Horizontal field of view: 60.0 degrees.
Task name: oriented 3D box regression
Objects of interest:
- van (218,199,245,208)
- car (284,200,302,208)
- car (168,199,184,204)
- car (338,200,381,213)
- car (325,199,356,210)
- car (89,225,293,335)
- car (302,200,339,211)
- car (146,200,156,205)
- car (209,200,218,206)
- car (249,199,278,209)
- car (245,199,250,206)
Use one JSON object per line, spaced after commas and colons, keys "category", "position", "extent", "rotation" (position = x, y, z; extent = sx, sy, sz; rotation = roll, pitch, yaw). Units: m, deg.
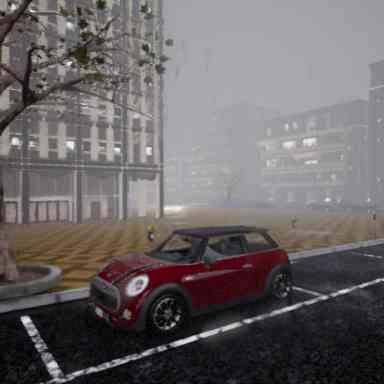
{"category": "van", "position": [7.391, 2.123, 62.400], "extent": [1.690, 1.788, 3.998], "rotation": [-1, 0, -36]}
{"category": "car", "position": [18.816, 2.206, 61.099], "extent": [1.802, 1.307, 4.206], "rotation": [-1, 0, -36]}
{"category": "car", "position": [-4.113, 2.633, 92.629], "extent": [1.967, 1.590, 4.097], "rotation": [-1, 0, -36]}
{"category": "car", "position": [21.657, 1.978, 42.529], "extent": [2.008, 1.369, 4.403], "rotation": [-1, 0, -36]}
{"category": "car", "position": [24.075, 1.935, 53.917], "extent": [1.967, 1.590, 4.097], "rotation": [-1, 0, -36]}
{"category": "car", "position": [0.098, 1.447, 6.638], "extent": [4.097, 1.590, 1.967], "rotation": [0, 0, -35]}
{"category": "car", "position": [18.391, 2.059, 47.040], "extent": [2.008, 1.369, 4.403], "rotation": [-1, 0, -36]}
{"category": "car", "position": [-10.898, 2.788, 87.715], "extent": [2.008, 1.369, 4.403], "rotation": [-1, 0, -36]}
{"category": "car", "position": [5.689, 2.531, 79.096], "extent": [1.802, 1.307, 4.206], "rotation": [-1, 0, -36]}
{"category": "car", "position": [12.312, 2.204, 55.514], "extent": [1.887, 1.381, 4.507], "rotation": [-1, 0, -36]}
{"category": "car", "position": [12.221, 2.227, 70.077], "extent": [1.967, 1.590, 4.097], "rotation": [-1, 0, -36]}
